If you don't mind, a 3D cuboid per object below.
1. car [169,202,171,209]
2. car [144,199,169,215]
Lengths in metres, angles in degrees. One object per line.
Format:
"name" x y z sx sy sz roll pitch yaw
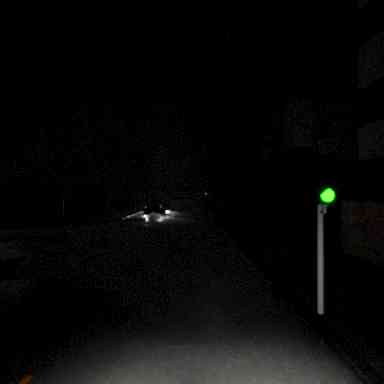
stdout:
"car" -4.094 1.875 47.364 1.895 1.301 4.718 0 0 0
"car" -4.109 1.568 37.304 2.097 1.767 4.553 0 0 0
